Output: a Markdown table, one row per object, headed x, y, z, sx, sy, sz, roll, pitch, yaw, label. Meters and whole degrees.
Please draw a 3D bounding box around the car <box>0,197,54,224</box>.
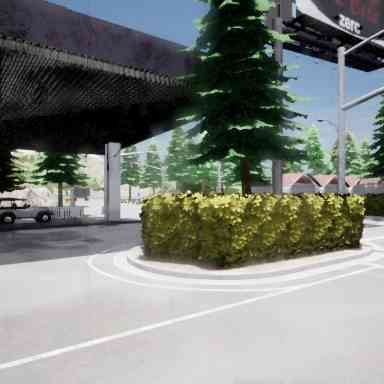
| x | y | z | sx | sy | sz | roll | pitch | yaw | label |
| --- | --- | --- | --- | --- | --- | --- | --- | --- | --- |
| -11.956 | 1.313 | 23.490 | 3.866 | 1.878 | 1.905 | 0 | 0 | -36 | car |
